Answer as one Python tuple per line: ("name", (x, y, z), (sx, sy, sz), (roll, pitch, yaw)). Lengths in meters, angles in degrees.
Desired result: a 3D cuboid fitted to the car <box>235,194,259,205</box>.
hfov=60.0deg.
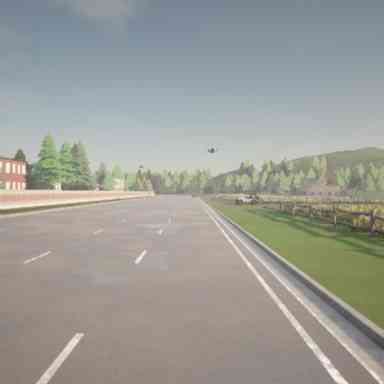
("car", (8.922, 1.200, 53.838), (3.866, 1.878, 1.905), (0, 0, 0))
